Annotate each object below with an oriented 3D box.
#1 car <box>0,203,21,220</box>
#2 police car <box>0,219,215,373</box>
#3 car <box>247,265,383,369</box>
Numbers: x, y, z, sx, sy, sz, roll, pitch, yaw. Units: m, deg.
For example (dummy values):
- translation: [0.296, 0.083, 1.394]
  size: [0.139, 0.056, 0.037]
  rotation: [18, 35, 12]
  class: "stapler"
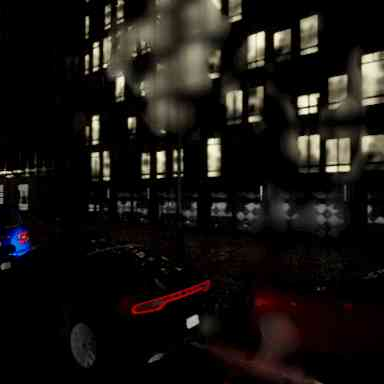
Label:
- translation: [-6.805, 1.324, 9.454]
  size: [5.566, 2.045, 2.150]
  rotation: [0, -1, 37]
  class: "car"
- translation: [-2.064, 1.498, 5.908]
  size: [5.238, 1.638, 1.930]
  rotation: [0, -1, 37]
  class: "police car"
- translation: [2.809, 1.658, 4.501]
  size: [4.206, 1.307, 1.802]
  rotation: [0, -1, 37]
  class: "car"
